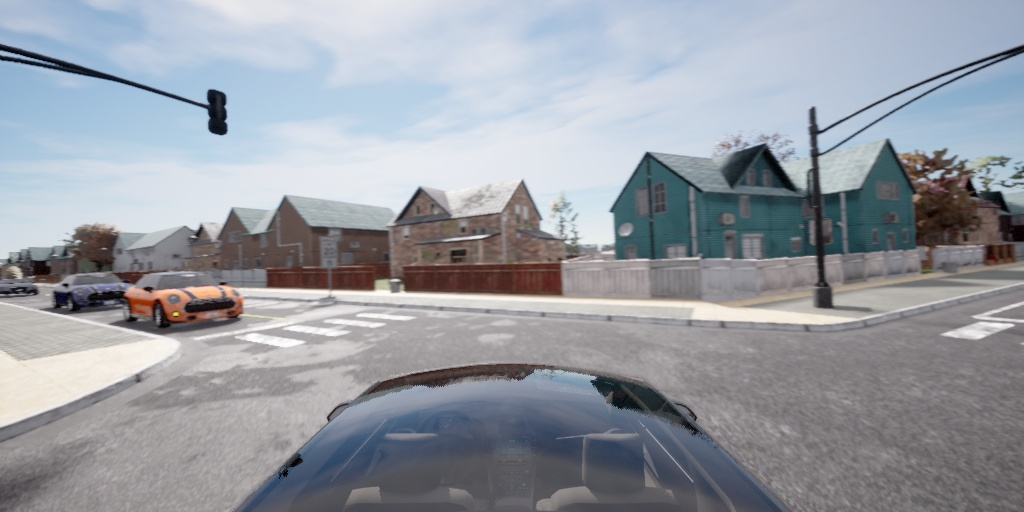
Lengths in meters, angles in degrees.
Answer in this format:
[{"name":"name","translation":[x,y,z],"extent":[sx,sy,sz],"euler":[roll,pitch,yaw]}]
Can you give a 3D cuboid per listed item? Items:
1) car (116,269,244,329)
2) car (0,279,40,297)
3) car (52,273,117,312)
[{"name":"car","translation":[-11.381,1.337,12.425],"extent":[4.553,1.767,2.097],"euler":[-2,0,31]},{"name":"car","translation":[-39.540,2.511,28.505],"extent":[4.181,1.385,1.994],"euler":[-2,0,30]},{"name":"car","translation":[-20.521,1.640,17.641],"extent":[4.553,1.767,2.097],"euler":[-2,0,30]}]
